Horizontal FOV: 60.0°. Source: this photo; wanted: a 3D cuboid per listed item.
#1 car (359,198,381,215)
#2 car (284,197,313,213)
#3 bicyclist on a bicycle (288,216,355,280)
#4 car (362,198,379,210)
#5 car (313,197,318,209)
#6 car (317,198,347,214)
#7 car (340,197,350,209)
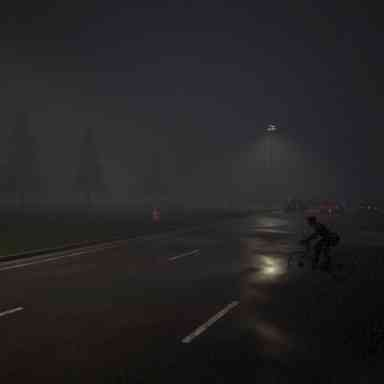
[{"bbox_3d":[18.146,1.547,33.962,2.033,1.411,5.357,0,0,30],"label":"car"},{"bbox_3d":[11.453,1.547,36.344,2.033,1.411,5.357,0,0,29],"label":"car"},{"bbox_3d":[3.338,1.455,8.714,1.656,1.620,0.582,-3,-1,29],"label":"bicyclist on a bicycle"},{"bbox_3d":[23.203,1.505,43.089,1.837,1.490,4.892,0,0,30],"label":"car"},{"bbox_3d":[16.609,1.505,45.657,1.837,1.490,4.892,0,0,30],"label":"car"},{"bbox_3d":[15.076,1.601,35.643,1.895,1.301,4.718,0,0,29],"label":"car"},{"bbox_3d":[19.898,1.477,44.357,1.882,1.535,5.008,0,0,30],"label":"car"}]
